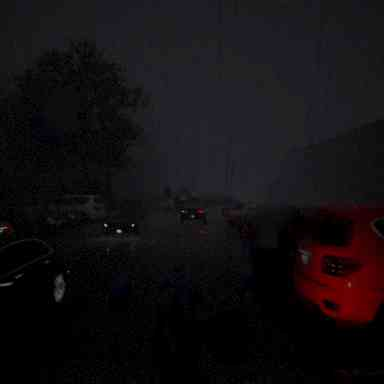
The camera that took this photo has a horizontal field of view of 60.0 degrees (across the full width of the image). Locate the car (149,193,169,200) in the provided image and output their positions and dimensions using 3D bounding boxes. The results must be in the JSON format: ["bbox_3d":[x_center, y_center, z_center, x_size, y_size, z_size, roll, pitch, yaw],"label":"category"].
[{"bbox_3d":[-8.166,1.108,82.168,4.792,1.488,2.163,0,1,0],"label":"car"}]

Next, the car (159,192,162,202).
[{"bbox_3d":[-8.204,1.255,56.608,5.008,1.535,2.097,0,0,0],"label":"car"}]

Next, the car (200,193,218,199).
[{"bbox_3d":[4.449,1.007,87.839,4.674,1.452,2.002,0,1,0],"label":"car"}]

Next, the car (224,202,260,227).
[{"bbox_3d":[4.510,1.506,19.499,4.792,1.488,2.163,0,0,0],"label":"car"}]

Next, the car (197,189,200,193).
[{"bbox_3d":[4.431,0.660,90.658,5.566,2.045,2.435,0,1,0],"label":"car"}]

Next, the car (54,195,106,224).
[{"bbox_3d":[-8.569,1.224,22.285,5.566,2.045,2.435,0,0,0],"label":"car"}]

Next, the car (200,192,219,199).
[{"bbox_3d":[4.413,0.897,85.011,4.553,1.767,2.185,0,1,0],"label":"car"}]

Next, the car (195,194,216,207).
[{"bbox_3d":[0.097,1.335,41.371,4.892,1.490,1.837,0,-4,23],"label":"car"}]

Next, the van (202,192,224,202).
[{"bbox_3d":[4.283,1.006,68.039,4.442,1.987,1.878,0,0,0],"label":"van"}]

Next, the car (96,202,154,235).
[{"bbox_3d":[-3.566,1.544,18.974,2.033,1.411,5.357,0,0,0],"label":"car"}]

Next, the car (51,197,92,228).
[{"bbox_3d":[-8.572,1.350,19.375,4.553,1.767,2.185,0,0,0],"label":"car"}]

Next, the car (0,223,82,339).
[{"bbox_3d":[-3.536,1.505,5.208,1.837,1.490,4.892,0,0,0],"label":"car"}]

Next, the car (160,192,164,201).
[{"bbox_3d":[-8.200,1.244,62.380,4.892,1.521,2.231,0,0,0],"label":"car"}]

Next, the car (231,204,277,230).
[{"bbox_3d":[4.537,1.517,16.716,4.674,1.452,2.002,0,0,0],"label":"car"}]

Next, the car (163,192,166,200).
[{"bbox_3d":[-8.156,1.267,65.078,4.792,1.488,2.163,0,0,0],"label":"car"}]

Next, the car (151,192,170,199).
[{"bbox_3d":[-8.096,0.900,84.862,4.553,1.767,2.185,0,1,0],"label":"car"}]

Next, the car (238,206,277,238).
[{"bbox_3d":[4.569,1.507,13.933,4.792,1.488,2.163,0,0,0],"label":"car"}]

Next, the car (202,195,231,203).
[{"bbox_3d":[4.382,1.250,59.563,5.008,1.535,2.097,0,0,0],"label":"car"}]

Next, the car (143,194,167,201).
[{"bbox_3d":[-8.156,1.216,73.561,5.008,1.535,2.097,0,0,0],"label":"car"}]

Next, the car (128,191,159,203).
[{"bbox_3d":[-8.186,1.135,53.908,4.553,1.767,2.185,0,0,0],"label":"car"}]

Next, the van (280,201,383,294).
[{"bbox_3d":[4.656,1.253,8.242,4.442,1.987,1.878,0,0,0],"label":"van"}]

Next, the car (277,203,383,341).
[{"bbox_3d":[4.568,1.228,5.583,5.566,2.045,2.435,0,0,0],"label":"car"}]

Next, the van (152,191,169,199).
[{"bbox_3d":[-8.236,0.742,87.806,4.442,1.987,1.878,0,1,0],"label":"van"}]

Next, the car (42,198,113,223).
[{"bbox_3d":[-8.510,1.349,25.070,4.553,1.767,2.185,0,0,0],"label":"car"}]

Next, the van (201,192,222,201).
[{"bbox_3d":[4.298,0.991,73.570,4.442,1.987,1.878,0,0,0],"label":"van"}]

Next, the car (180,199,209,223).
[{"bbox_3d":[0.167,1.522,25.188,1.812,1.442,4.674,0,-1,3],"label":"car"}]

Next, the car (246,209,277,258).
[{"bbox_3d":[4.546,1.479,11.149,4.892,1.521,2.231,0,0,0],"label":"car"}]

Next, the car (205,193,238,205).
[{"bbox_3d":[4.319,1.304,48.258,4.792,1.488,2.163,0,0,0],"label":"car"}]

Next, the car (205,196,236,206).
[{"bbox_3d":[4.353,1.308,51.085,4.674,1.452,2.002,0,0,0],"label":"car"}]

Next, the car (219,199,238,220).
[{"bbox_3d":[4.725,1.473,22.282,5.366,1.575,1.946,0,0,0],"label":"car"}]

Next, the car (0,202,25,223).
[{"bbox_3d":[-8.509,1.352,11.145,4.553,1.767,2.185,0,0,0],"label":"car"}]

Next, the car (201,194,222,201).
[{"bbox_3d":[4.419,1.226,76.529,4.674,1.452,2.002,0,1,0],"label":"car"}]

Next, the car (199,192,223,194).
[{"bbox_3d":[4.185,1.253,56.737,5.366,1.575,1.946,0,0,0],"label":"car"}]

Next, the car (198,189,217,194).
[{"bbox_3d":[4.420,0.987,65.213,5.566,2.045,2.435,0,0,0],"label":"car"}]

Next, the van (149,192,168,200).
[{"bbox_3d":[-8.024,0.909,79.336,4.442,1.987,1.878,0,1,0],"label":"van"}]

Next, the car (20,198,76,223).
[{"bbox_3d":[-8.572,1.351,16.590,4.553,1.767,2.185,0,0,0],"label":"car"}]
